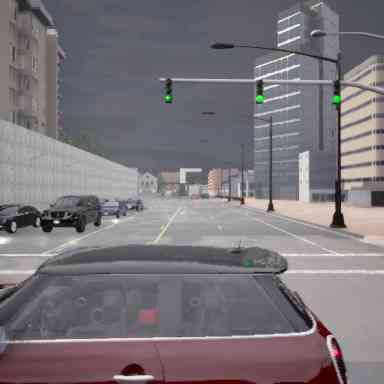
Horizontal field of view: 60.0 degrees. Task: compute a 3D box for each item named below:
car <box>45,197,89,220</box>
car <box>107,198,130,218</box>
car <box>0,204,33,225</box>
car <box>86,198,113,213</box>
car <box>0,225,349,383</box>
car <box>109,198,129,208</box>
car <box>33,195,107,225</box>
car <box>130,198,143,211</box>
[{"bbox_3d":[-10.608,1.352,28.652,2.097,1.767,4.553,0,0,0],"label":"car"},{"bbox_3d":[-7.107,1.526,29.856,1.812,1.442,4.674,0,0,0],"label":"car"},{"bbox_3d":[-10.606,1.505,19.585,1.837,1.490,4.892,0,0,0],"label":"car"},{"bbox_3d":[-10.605,1.505,38.470,1.837,1.490,4.892,0,0,0],"label":"car"},{"bbox_3d":[-0.947,1.350,3.293,4.553,1.767,2.097,0,0,0],"label":"car"},{"bbox_3d":[-10.570,1.601,48.530,1.895,1.301,4.718,0,0,0],"label":"car"},{"bbox_3d":[-7.102,1.221,20.216,2.150,2.045,5.566,0,0,0],"label":"car"},{"bbox_3d":[-7.102,1.491,40.199,2.128,1.511,4.902,0,0,0],"label":"car"}]
